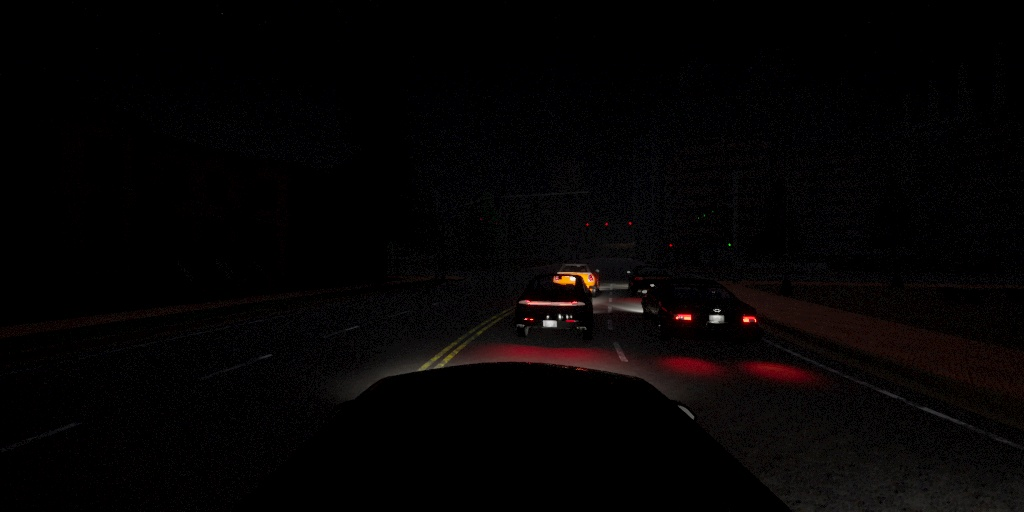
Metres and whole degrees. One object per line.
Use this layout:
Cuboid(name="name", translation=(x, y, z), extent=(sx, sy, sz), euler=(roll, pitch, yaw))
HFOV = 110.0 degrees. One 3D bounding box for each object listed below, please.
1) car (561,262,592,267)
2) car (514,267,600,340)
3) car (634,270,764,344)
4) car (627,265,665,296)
Cuboid(name="car", translation=(3.487, 1.102, 18.963), extent=(2.097, 1.767, 4.553), euler=(0, 0, 16))
Cuboid(name="car", translation=(1.323, 1.242, 10.076), extent=(2.128, 1.511, 4.902), euler=(0, 0, 12))
Cuboid(name="car", translation=(4.696, 1.297, 9.647), extent=(2.033, 1.411, 5.357), euler=(0, 0, 13))
Cuboid(name="car", translation=(7.254, 1.228, 19.135), extent=(1.882, 1.535, 5.008), euler=(0, 0, 16))
